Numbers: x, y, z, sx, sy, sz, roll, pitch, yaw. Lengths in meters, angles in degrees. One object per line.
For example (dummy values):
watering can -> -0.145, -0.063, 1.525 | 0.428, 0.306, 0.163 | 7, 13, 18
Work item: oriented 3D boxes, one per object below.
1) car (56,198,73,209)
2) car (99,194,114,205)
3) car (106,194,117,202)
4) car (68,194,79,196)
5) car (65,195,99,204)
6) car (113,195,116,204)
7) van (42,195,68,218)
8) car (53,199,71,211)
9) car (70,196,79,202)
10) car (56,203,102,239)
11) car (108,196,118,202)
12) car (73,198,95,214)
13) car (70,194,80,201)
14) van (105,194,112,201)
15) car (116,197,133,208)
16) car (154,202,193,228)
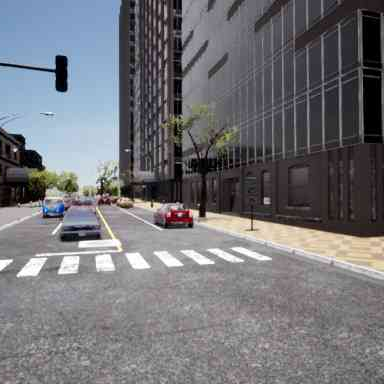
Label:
car -> -17.608, 1.595, 46.234 | 1.947, 1.339, 4.313 | 1, 0, -17
car -> -15.132, 1.389, 57.310 | 2.097, 1.767, 4.553 | 0, 0, -17
car -> -19.551, 1.368, 80.418 | 2.192, 1.841, 5.009 | 1, 0, -17
car -> -20.919, 1.351, 56.796 | 2.192, 1.841, 5.009 | 1, 0, -17
car -> -8.911, 1.369, 27.160 | 2.097, 1.767, 4.553 | 0, 0, -17
car -> -11.316, 1.561, 54.175 | 1.752, 1.417, 4.829 | 1, 0, -17
van -> -12.632, 1.360, 30.394 | 1.690, 1.788, 3.998 | 1, 0, -17
car -> -15.951, 1.608, 40.953 | 1.802, 1.307, 4.206 | 1, 0, -17
car -> -27.502, 1.575, 77.755 | 1.752, 1.417, 4.829 | 1, 0, -17
car -> -5.974, 1.558, 17.707 | 2.033, 1.411, 5.357 | 0, 0, -21
car -> -17.947, 1.575, 75.298 | 1.752, 1.417, 4.829 | 1, 0, -17
car -> -11.992, 1.515, 37.069 | 2.128, 1.511, 4.902 | 0, 0, -17
car -> -29.207, 1.369, 83.198 | 2.192, 1.841, 5.009 | 1, 0, -17
van -> -22.866, 1.401, 90.979 | 1.690, 1.788, 3.998 | 1, 0, -17
car -> -9.659, 1.558, 48.895 | 1.752, 1.417, 4.829 | 1, 0, -17
car -> -1.318, 1.455, 22.328 | 1.967, 1.590, 4.097 | 1, 0, -17
